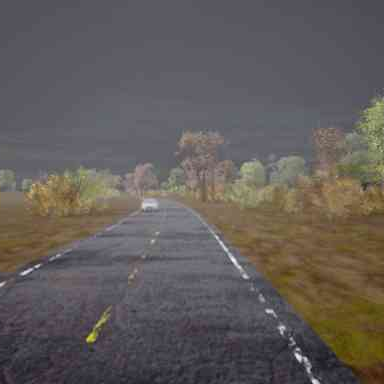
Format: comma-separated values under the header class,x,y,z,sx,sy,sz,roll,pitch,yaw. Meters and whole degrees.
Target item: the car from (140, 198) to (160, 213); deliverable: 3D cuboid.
class,x,y,z,sx,sy,sz,roll,pitch,yaw
car,-4.555,1.445,36.514,1.812,1.442,4.674,0,0,-5
